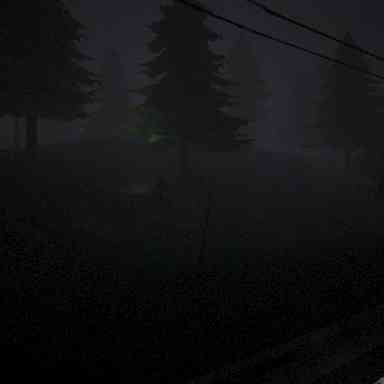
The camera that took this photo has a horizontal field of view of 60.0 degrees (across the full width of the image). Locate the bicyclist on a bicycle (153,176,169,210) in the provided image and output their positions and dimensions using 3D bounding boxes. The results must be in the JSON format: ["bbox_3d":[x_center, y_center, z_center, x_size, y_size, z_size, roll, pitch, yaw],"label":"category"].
[{"bbox_3d":[-1.570,-0.014,17.214,0.582,1.620,1.656,-7,23,-36],"label":"bicyclist on a bicycle"}]
